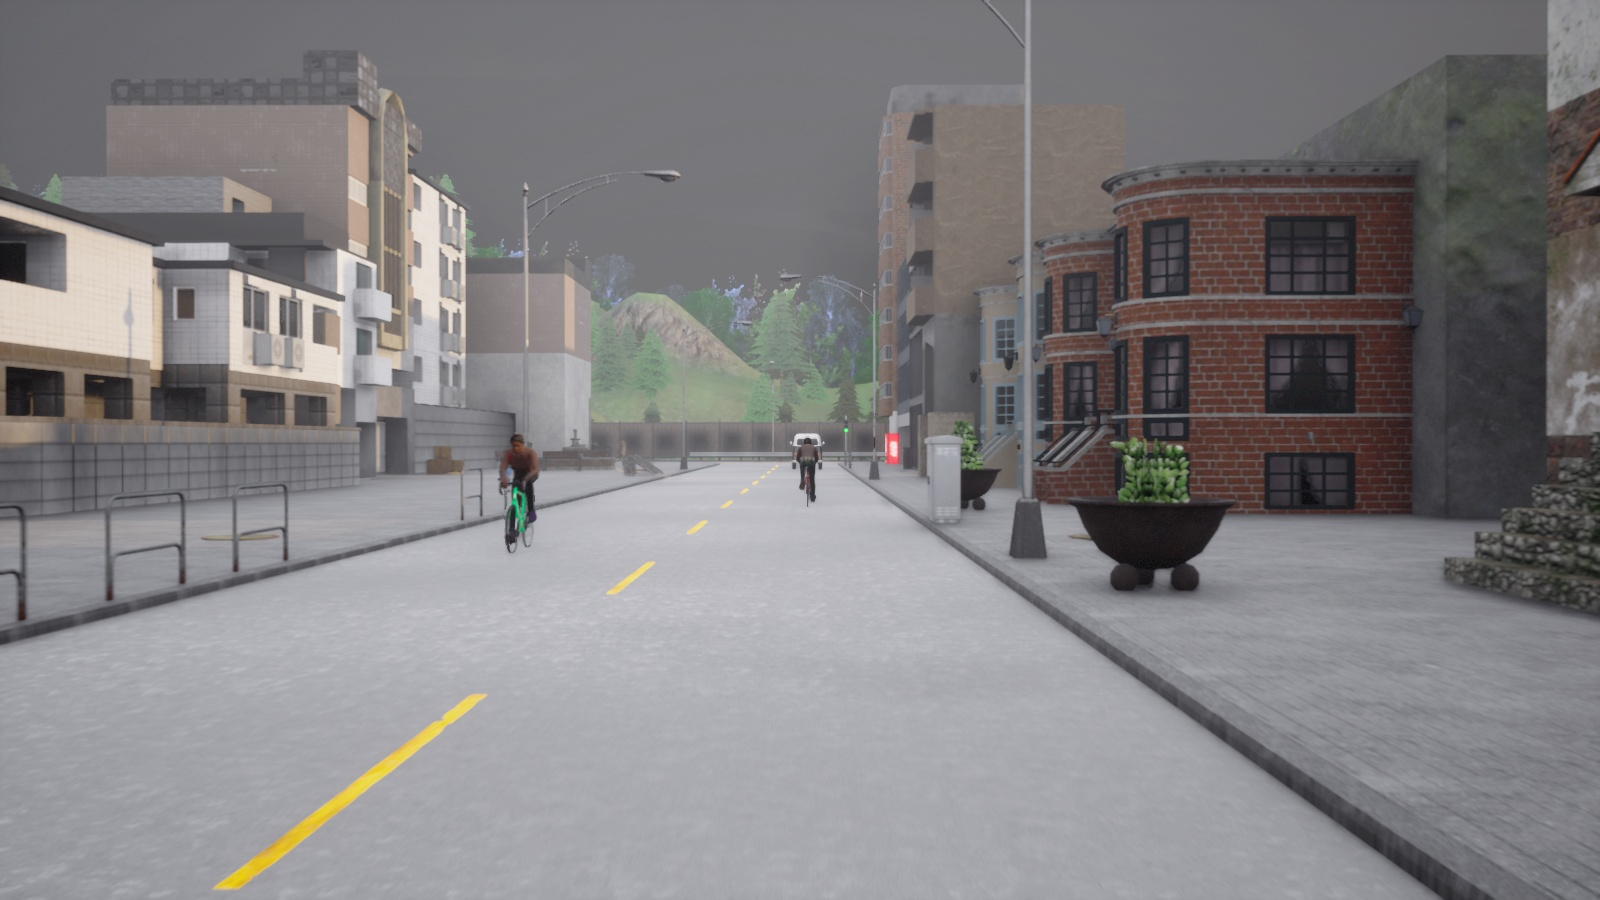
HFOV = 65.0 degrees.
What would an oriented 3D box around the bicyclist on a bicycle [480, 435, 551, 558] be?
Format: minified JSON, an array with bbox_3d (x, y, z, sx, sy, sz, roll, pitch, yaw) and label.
[{"bbox_3d":[-3.887,0.599,17.266,0.582,1.620,1.656,0,1,0],"label":"bicyclist on a bicycle"}]

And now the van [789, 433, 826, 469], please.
[{"bbox_3d":[0.428,0.059,72.974,2.069,2.038,4.480,0,0,0],"label":"van"}]
